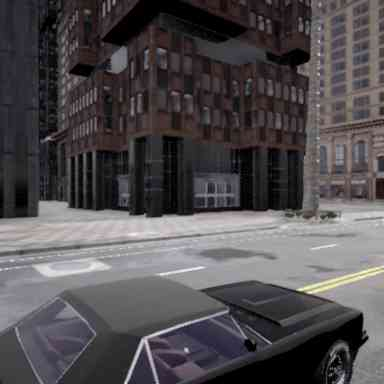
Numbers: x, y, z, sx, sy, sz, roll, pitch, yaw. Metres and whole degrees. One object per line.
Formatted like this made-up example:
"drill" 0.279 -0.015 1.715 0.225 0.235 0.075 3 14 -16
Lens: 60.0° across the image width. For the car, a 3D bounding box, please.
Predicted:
"car" -0.196 1.602 3.388 4.718 1.301 1.895 0 0 -36
